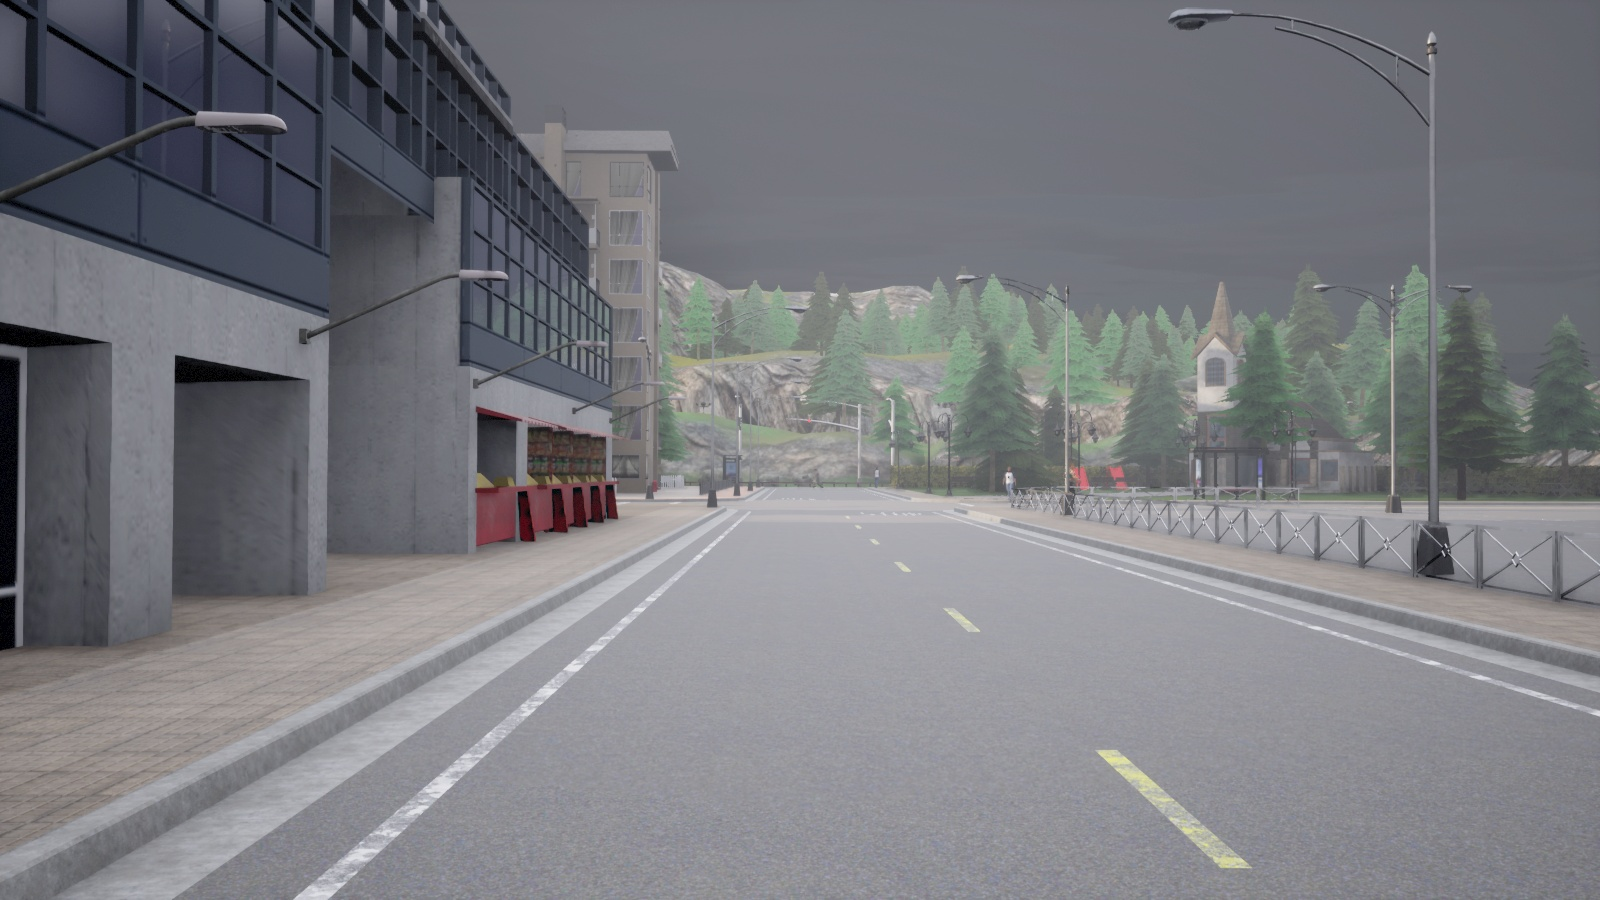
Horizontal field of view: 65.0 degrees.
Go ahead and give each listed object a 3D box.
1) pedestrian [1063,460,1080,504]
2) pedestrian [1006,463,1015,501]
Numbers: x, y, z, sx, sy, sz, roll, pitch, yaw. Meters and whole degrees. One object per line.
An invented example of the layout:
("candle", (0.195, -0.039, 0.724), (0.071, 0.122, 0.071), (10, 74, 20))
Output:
("pedestrian", (11.359, 1.320, 52.531), (0.594, 1.836, 0.345), (0, -1, -1))
("pedestrian", (10.390, 1.581, 61.910), (0.354, 1.836, 0.706), (-1, -1, 16))
